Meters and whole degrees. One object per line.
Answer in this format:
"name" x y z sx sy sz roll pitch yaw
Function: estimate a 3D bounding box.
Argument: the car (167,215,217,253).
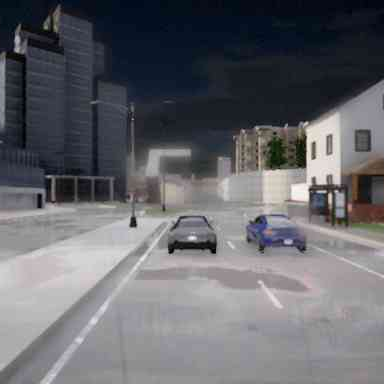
"car" 0.015 1.699 14.347 1.994 1.385 4.181 0 0 0

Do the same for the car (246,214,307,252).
"car" 3.515 1.661 14.398 1.812 1.442 4.674 0 0 0
